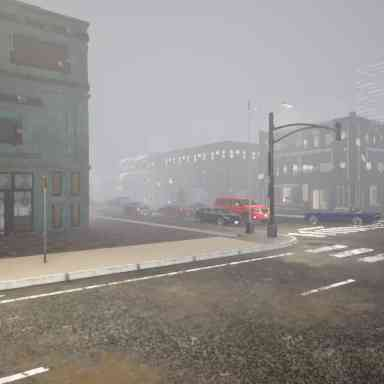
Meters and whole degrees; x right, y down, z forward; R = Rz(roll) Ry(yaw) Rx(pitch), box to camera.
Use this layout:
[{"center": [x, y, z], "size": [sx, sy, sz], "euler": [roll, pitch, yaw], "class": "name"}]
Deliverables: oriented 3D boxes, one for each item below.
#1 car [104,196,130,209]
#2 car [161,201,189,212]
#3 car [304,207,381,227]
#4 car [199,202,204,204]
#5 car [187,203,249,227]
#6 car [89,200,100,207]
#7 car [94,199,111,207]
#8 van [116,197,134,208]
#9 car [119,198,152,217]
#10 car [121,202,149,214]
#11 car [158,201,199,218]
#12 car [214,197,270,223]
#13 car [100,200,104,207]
[{"center": [-12.082, 1.774, 55.293], "size": [2.150, 2.045, 5.566], "euler": [-1, 0, -35], "class": "car"}, {"center": [-2.425, 1.965, 46.162], "size": [1.802, 1.307, 4.206], "euler": [-2, 0, -35], "class": "car"}, {"center": [10.371, 1.703, 23.274], "size": [4.718, 1.301, 1.895], "euler": [-2, -1, 42], "class": "car"}, {"center": [0.779, 1.903, 41.650], "size": [1.802, 1.307, 4.206], "euler": [-2, 0, -35], "class": "car"}, {"center": [1.884, 1.814, 25.412], "size": [1.947, 1.339, 4.313], "euler": [-1, 0, -35], "class": "car"}, {"center": [-18.293, 2.268, 64.045], "size": [1.895, 1.301, 4.718], "euler": [-1, 0, -35], "class": "car"}, {"center": [-18.452, 2.227, 68.726], "size": [1.887, 1.381, 4.507], "euler": [-1, 0, -35], "class": "car"}, {"center": [-12.047, 1.906, 59.700], "size": [1.690, 1.788, 3.998], "euler": [-1, 0, -35], "class": "van"}, {"center": [-6.055, 1.846, 36.795], "size": [1.967, 1.590, 4.097], "euler": [-1, 0, -35], "class": "car"}, {"center": [-7.428, 2.011, 43.242], "size": [1.994, 1.385, 4.181], "euler": [-1, 0, -35], "class": "car"}, {"center": [-1.713, 1.937, 35.176], "size": [1.895, 1.301, 4.718], "euler": [-1, 0, -35], "class": "car"}, {"center": [3.939, 1.445, 27.207], "size": [2.150, 2.045, 5.566], "euler": [-1, 0, -35], "class": "car"}, {"center": [-15.252, 1.939, 64.213], "size": [2.192, 1.841, 5.009], "euler": [-1, 0, -35], "class": "car"}]
